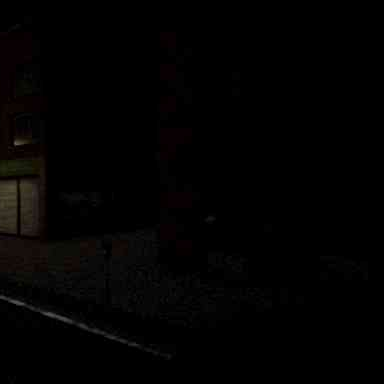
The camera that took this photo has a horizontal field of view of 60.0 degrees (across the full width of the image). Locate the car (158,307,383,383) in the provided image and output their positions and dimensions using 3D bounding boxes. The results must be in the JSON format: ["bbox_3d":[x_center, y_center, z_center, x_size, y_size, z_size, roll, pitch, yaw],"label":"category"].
[{"bbox_3d":[2.006,1.307,1.386,5.009,1.841,2.192,-1,0,35],"label":"car"}]
